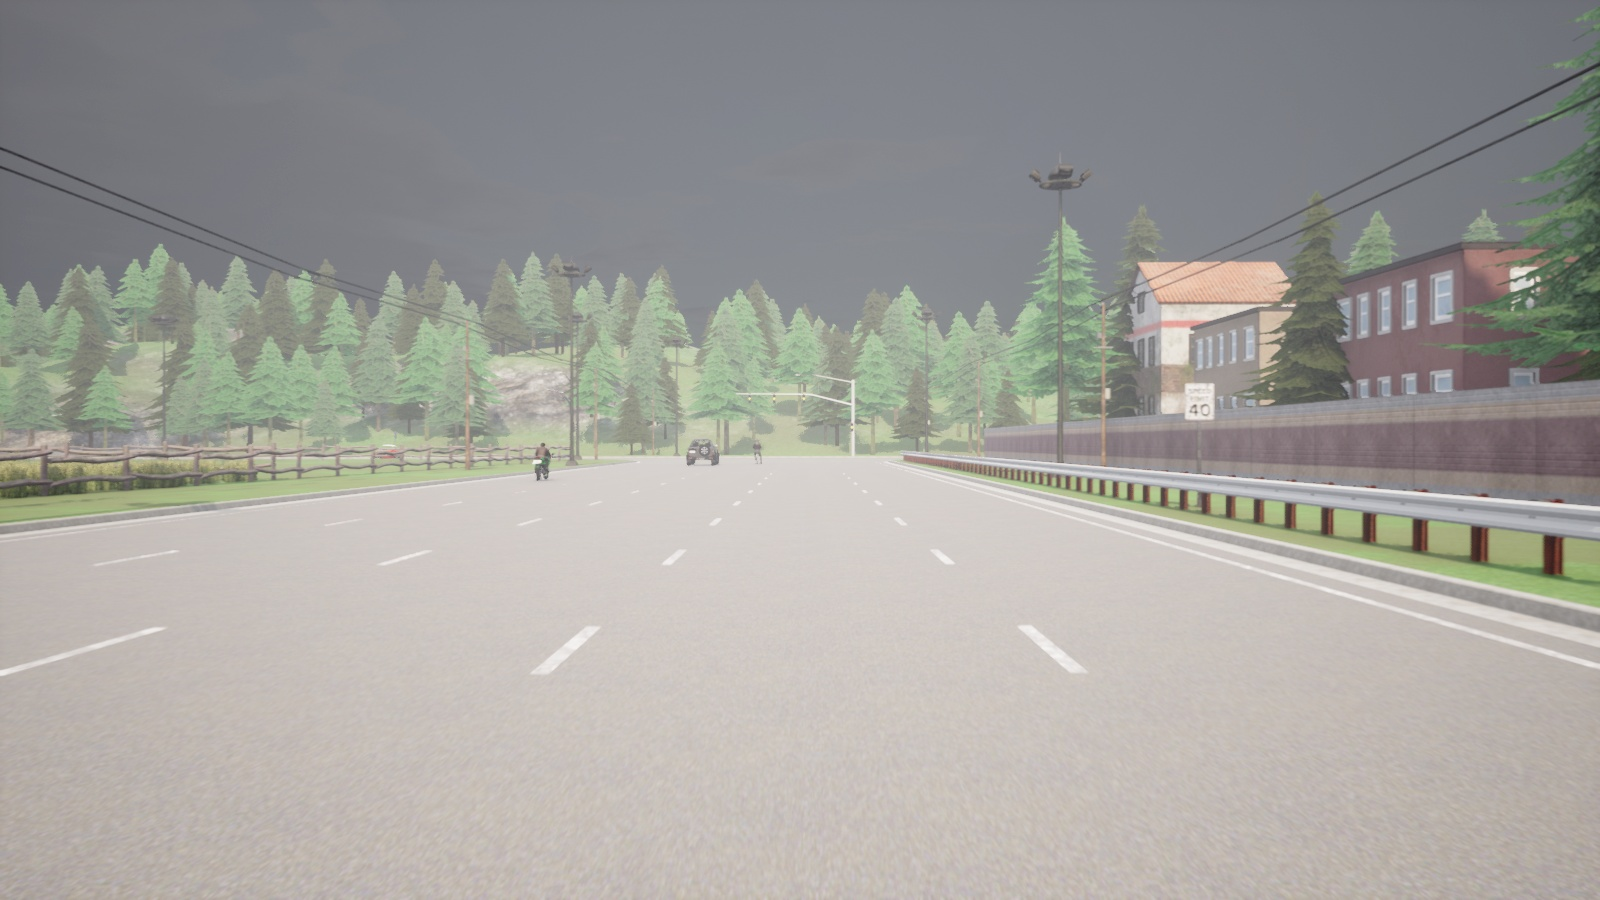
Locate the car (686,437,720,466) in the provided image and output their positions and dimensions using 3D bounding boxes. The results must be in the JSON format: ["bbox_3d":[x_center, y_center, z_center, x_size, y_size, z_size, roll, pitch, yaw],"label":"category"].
[{"bbox_3d":[-6.502,0.081,84.568,1.932,1.855,4.605,0,0,0],"label":"car"}]

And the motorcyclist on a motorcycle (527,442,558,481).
[{"bbox_3d":[-10.201,0.439,49.822,0.797,1.523,2.044,0,0,0],"label":"motorcyclist on a motorcycle"}]
